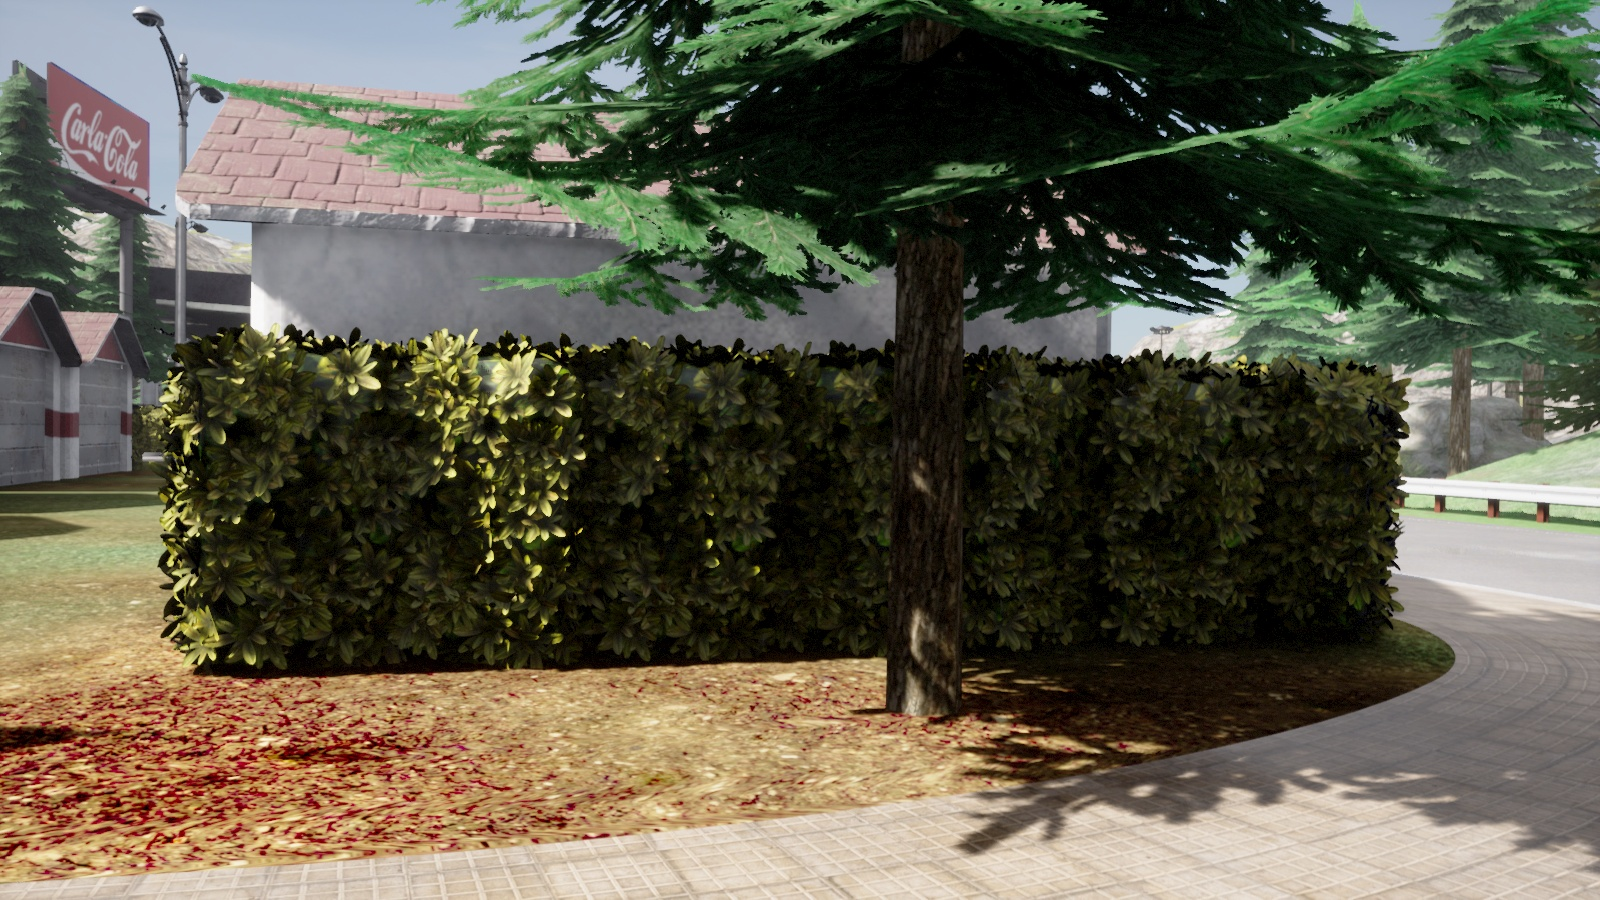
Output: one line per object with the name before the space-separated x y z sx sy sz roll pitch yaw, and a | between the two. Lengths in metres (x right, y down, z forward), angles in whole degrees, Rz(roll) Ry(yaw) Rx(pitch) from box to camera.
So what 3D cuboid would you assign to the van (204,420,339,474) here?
van | -19.763 -0.123 47.132 4.442 1.987 1.775 0 0 -14
